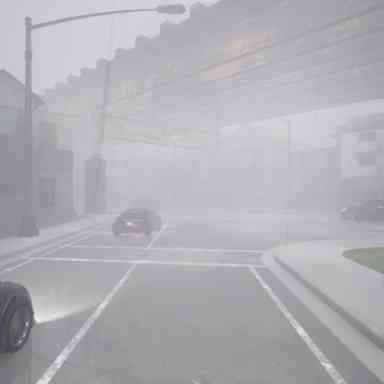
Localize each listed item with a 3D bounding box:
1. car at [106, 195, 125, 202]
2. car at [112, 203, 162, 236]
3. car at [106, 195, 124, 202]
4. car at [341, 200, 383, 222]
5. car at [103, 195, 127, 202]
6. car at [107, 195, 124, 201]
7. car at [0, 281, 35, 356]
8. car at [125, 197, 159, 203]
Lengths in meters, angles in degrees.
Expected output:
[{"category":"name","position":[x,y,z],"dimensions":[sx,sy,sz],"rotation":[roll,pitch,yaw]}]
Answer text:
[{"category":"car","position":[-16.798,1.283,72.447],"dimensions":[4.536,1.218,1.853],"rotation":[0,0,-15]},{"category":"car","position":[-2.954,1.561,18.582],"dimensions":[1.994,1.385,4.181],"rotation":[0,0,5]},{"category":"car","position":[-17.526,1.440,76.103],"dimensions":[2.038,1.542,4.974],"rotation":[0,0,15]},{"category":"car","position":[13.471,1.347,24.511],"dimensions":[2.097,1.767,4.553],"rotation":[0,0,-45]},{"category":"car","position":[-16.848,1.441,72.434],"dimensions":[4.974,1.542,2.038],"rotation":[0,0,-15]},{"category":"car","position":[-17.513,1.283,76.153],"dimensions":[1.853,1.218,4.536],"rotation":[0,0,15]},{"category":"car","position":[-3.399,1.562,3.454],"dimensions":[1.994,1.385,4.181],"rotation":[0,0,-1]},{"category":"car","position":[-6.413,1.470,44.627],"dimensions":[1.882,1.535,5.008],"rotation":[0,0,-45]}]
